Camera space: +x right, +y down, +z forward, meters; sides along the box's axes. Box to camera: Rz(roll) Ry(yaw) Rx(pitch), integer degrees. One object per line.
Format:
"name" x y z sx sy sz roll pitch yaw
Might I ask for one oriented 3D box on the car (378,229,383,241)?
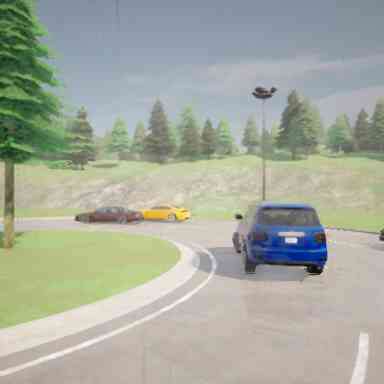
"car" 9.612 1.724 12.789 2.033 1.411 5.357 0 -1 -4

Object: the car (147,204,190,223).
"car" -2.656 1.831 29.223 5.008 1.535 1.882 0 -1 21

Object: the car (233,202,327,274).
"car" 2.723 1.366 11.227 2.150 2.045 5.566 1 -1 4

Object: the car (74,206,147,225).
"car" -6.674 1.864 26.896 5.357 1.411 2.033 0 -1 5
